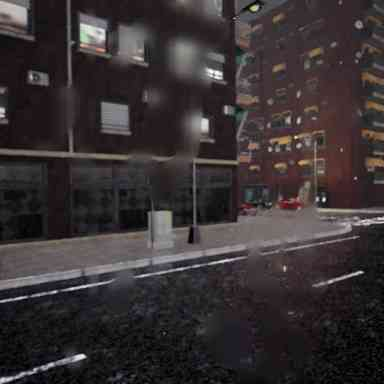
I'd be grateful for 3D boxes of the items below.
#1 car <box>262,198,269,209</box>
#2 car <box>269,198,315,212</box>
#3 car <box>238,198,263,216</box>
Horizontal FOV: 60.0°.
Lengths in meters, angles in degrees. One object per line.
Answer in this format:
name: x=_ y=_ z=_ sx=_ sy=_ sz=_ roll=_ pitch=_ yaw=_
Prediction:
car: x=7.749 y=1.417 z=39.690 sx=1.947 sy=1.339 sz=4.313 roll=-2 pitch=0 yaw=-36
car: x=10.863 y=1.325 z=35.376 sx=1.887 sy=1.381 sz=4.507 roll=-2 pitch=0 yaw=-36
car: x=4.098 y=1.502 z=30.491 sx=1.802 sy=1.307 sz=4.206 roll=-2 pitch=0 yaw=-36
